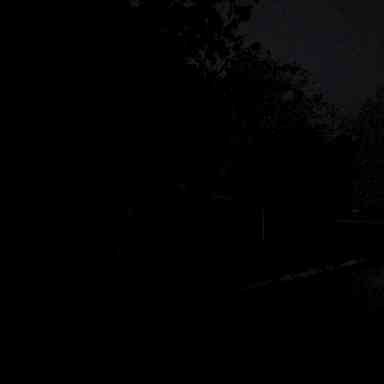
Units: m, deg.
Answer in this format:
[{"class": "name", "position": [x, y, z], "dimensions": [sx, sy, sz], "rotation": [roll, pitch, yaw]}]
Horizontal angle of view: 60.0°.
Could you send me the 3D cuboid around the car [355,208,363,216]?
[{"class": "car", "position": [13.087, 1.694, 31.405], "dimensions": [2.033, 1.411, 5.357], "rotation": [1, -1, -38]}]
